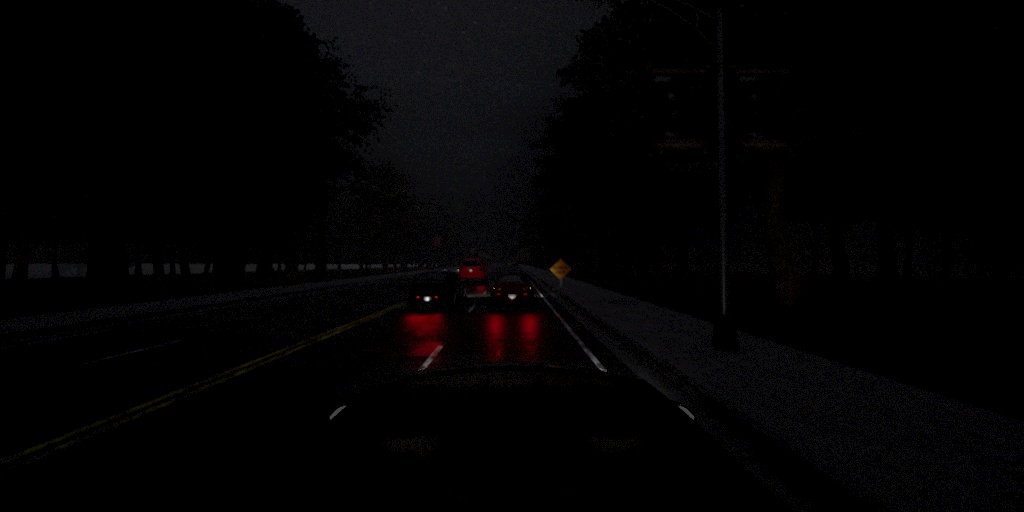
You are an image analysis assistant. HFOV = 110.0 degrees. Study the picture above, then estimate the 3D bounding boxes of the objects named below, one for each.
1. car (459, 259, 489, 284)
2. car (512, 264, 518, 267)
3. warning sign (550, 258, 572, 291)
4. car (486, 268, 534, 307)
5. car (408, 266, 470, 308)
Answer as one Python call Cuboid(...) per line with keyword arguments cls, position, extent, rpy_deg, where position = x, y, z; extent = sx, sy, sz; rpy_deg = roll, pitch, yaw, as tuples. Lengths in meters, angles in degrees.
Cuboid(cls="car", position=(-3.237, 1.260, 30.882), extent=(2.150, 2.045, 5.566), rpy_deg=(0, 0, 0))
Cuboid(cls="car", position=(0.014, 1.645, 30.975), extent=(1.895, 1.301, 4.718), rpy_deg=(0, -1, 0))
Cuboid(cls="warning sign", position=(2.858, 1.053, 20.829), extent=(1.300, 1.860, 1.060), rpy_deg=(0, 0, 0))
Cuboid(cls="car", position=(0.012, 1.417, 16.249), extent=(1.812, 1.442, 4.674), rpy_deg=(0, 0, 0))
Cuboid(cls="car", position=(-3.239, 1.398, 16.161), extent=(1.837, 1.490, 4.892), rpy_deg=(0, 0, 0))
